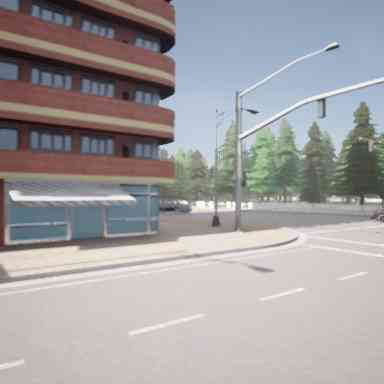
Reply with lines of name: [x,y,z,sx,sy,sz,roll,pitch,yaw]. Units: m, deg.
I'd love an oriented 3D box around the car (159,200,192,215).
car: [-2.325,1.582,35.468,4.902,1.511,2.128,0,0,24]

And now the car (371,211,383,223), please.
car: [16.158,1.724,24.550,2.033,1.411,5.357,1,0,-26]

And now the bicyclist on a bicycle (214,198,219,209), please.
bicyclist on a bicycle: [3.313,1.472,45.220,0.582,1.620,1.656,0,0,26]
